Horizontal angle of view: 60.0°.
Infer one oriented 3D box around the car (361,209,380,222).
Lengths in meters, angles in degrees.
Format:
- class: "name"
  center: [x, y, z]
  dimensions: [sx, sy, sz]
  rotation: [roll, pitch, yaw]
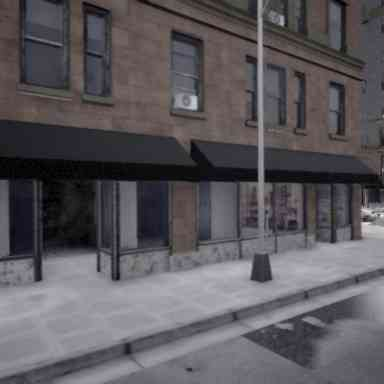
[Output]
- class: "car"
  center: [10.996, 1.486, 24.314]
  dimensions: [1.895, 1.301, 4.718]
  rotation: [-1, 0, -36]
